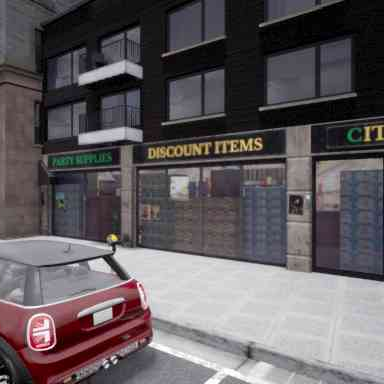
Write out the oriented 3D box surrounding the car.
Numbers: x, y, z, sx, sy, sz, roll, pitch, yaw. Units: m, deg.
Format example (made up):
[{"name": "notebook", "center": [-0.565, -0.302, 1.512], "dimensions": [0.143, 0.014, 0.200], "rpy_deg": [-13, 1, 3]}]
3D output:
[{"name": "car", "center": [-2.594, 1.440, 4.925], "dimensions": [4.097, 1.590, 1.967], "rpy_deg": [0, 0, 35]}]
